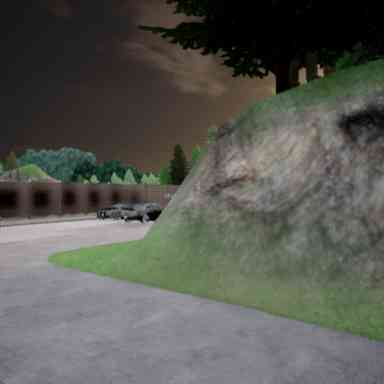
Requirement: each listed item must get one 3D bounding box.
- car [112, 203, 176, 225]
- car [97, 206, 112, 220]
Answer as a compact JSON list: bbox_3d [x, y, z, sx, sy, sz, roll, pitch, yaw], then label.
[{"bbox_3d":[-3.145,1.538,24.777,2.128,1.511,4.902,0,0,36],"label":"car"},{"bbox_3d":[-5.909,1.618,27.956,1.994,1.385,4.181,0,0,36],"label":"car"}]
